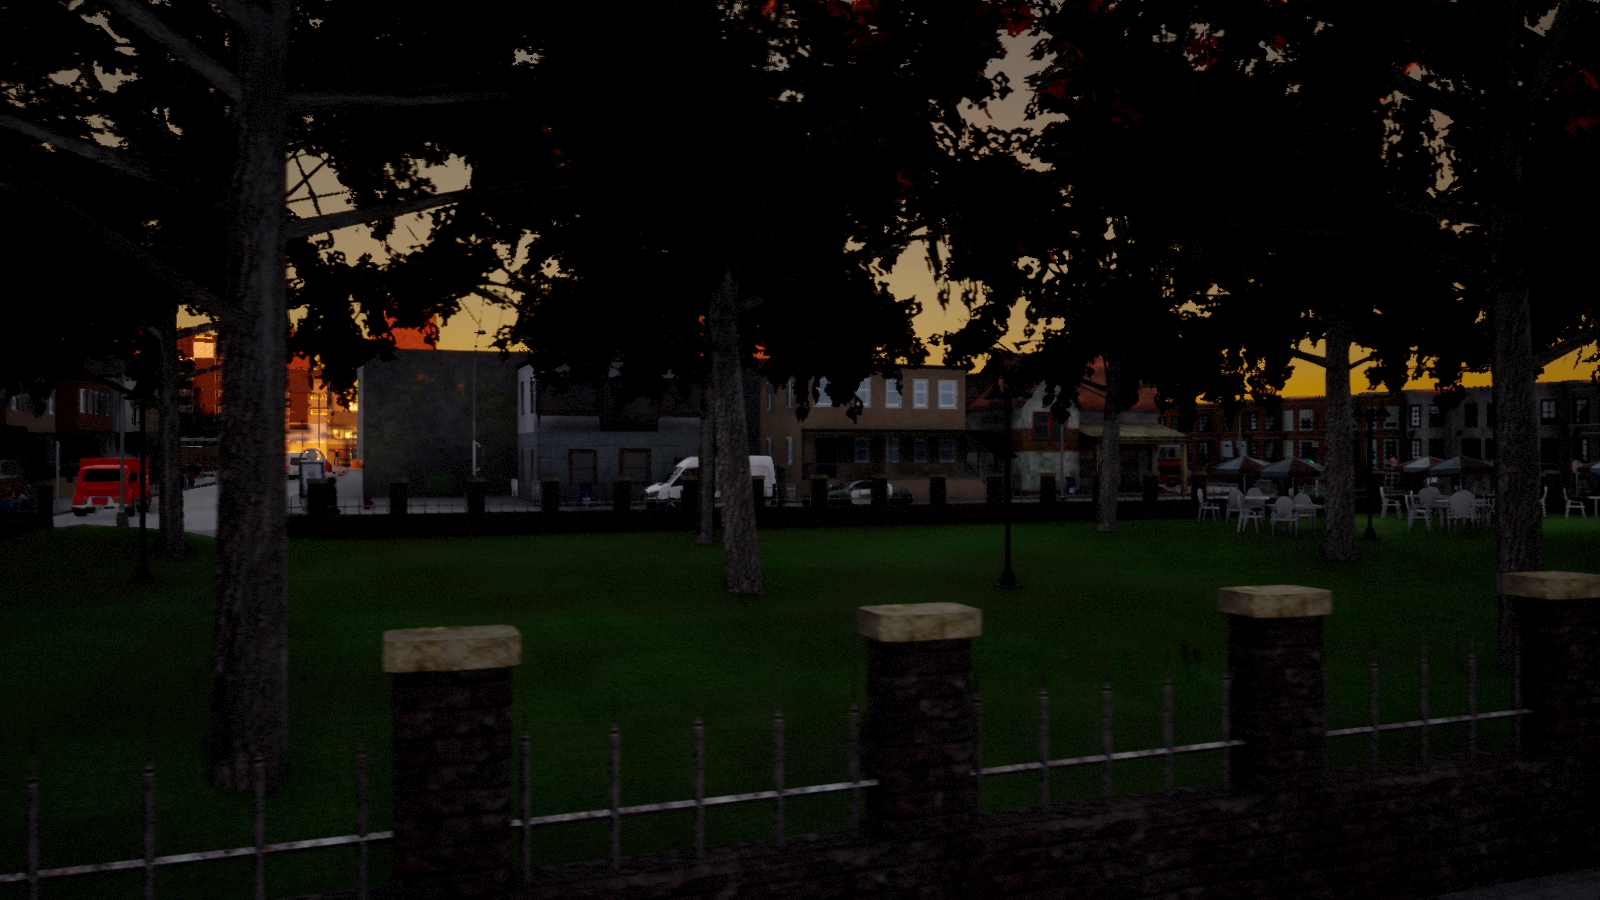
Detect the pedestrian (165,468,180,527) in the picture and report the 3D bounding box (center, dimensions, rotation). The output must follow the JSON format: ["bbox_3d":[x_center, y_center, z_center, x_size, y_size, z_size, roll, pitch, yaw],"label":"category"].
[{"bbox_3d":[-20.115,1.524,36.612,0.375,1.860,0.375,0,0,-20],"label":"pedestrian"}]

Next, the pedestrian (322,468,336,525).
[{"bbox_3d":[-15.583,1.525,37.809,0.375,1.860,0.375,0,0,-14],"label":"pedestrian"}]

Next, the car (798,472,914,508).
[{"bbox_3d":[2.605,1.817,53.097,4.974,1.542,2.038,0,0,-21],"label":"car"}]

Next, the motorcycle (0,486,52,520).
[{"bbox_3d":[-29.198,1.992,42.577,0.803,1.145,2.033,-5,-1,21],"label":"motorcycle"}]

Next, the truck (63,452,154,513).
[{"bbox_3d":[-29.869,1.347,49.539,2.627,2.467,5.204,0,0,-22],"label":"truck"}]

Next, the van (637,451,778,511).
[{"bbox_3d":[-4.087,1.314,50.544,5.915,2.561,1.988,0,0,-20],"label":"van"}]

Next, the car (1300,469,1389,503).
[{"bbox_3d":[27.573,1.780,57.870,3.988,1.617,1.851,0,0,-20],"label":"car"}]
